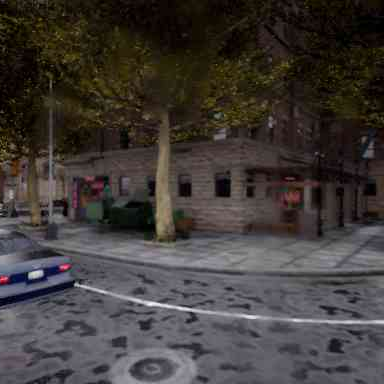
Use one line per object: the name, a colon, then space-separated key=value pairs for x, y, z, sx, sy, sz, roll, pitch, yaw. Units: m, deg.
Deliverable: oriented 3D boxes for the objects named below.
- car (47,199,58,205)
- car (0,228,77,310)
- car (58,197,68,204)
car: x=-21.899 y=1.496 z=56.255 sx=1.895 sy=1.301 sz=4.718 roll=0 pitch=0 yaw=36
car: x=-4.860 y=1.531 z=7.458 sx=5.357 sy=1.411 sz=2.033 roll=0 pitch=0 yaw=35
car: x=-17.222 y=1.138 z=51.358 sx=2.150 sy=2.045 sz=5.566 roll=0 pitch=0 yaw=36
